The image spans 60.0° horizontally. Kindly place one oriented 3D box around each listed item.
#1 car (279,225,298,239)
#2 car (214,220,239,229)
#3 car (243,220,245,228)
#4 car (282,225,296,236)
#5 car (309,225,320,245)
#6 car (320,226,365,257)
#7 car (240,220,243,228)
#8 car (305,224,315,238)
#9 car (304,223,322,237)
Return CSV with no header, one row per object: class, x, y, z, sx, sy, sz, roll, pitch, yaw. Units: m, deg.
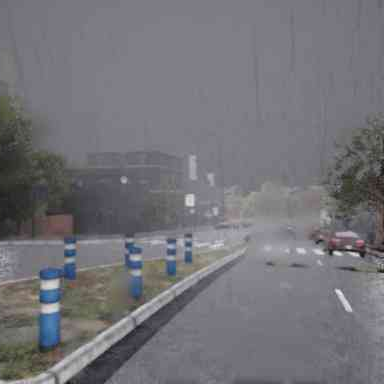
car,11.021,4.566,38.016,1.812,1.442,4.674,0,-5,18
car,7.267,7.425,74.197,4.892,1.521,2.231,2,-5,-3
car,9.669,8.233,82.919,5.366,1.575,1.946,2,-5,-3
car,13.976,5.494,47.980,1.837,1.490,4.892,1,-5,17
car,11.725,3.862,29.154,2.033,1.411,5.357,1,-5,17
car,8.893,2.938,19.678,1.812,1.442,4.674,1,-5,17
car,8.953,7.997,80.017,4.792,1.488,2.163,1,-5,-3
car,14.494,4.674,38.414,1.882,1.535,5.008,1,-5,17
car,17.072,5.364,46.985,2.097,1.767,4.553,1,-5,17
